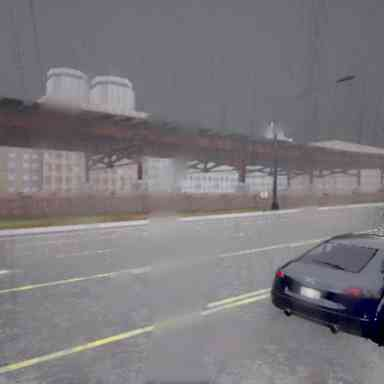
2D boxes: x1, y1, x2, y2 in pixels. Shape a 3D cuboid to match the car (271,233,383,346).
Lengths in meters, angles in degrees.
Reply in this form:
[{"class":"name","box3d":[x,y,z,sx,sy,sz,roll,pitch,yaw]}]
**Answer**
[{"class":"car","box3d":[3.446,1.486,6.253,4.181,1.385,1.994,-1,1,-35]}]
